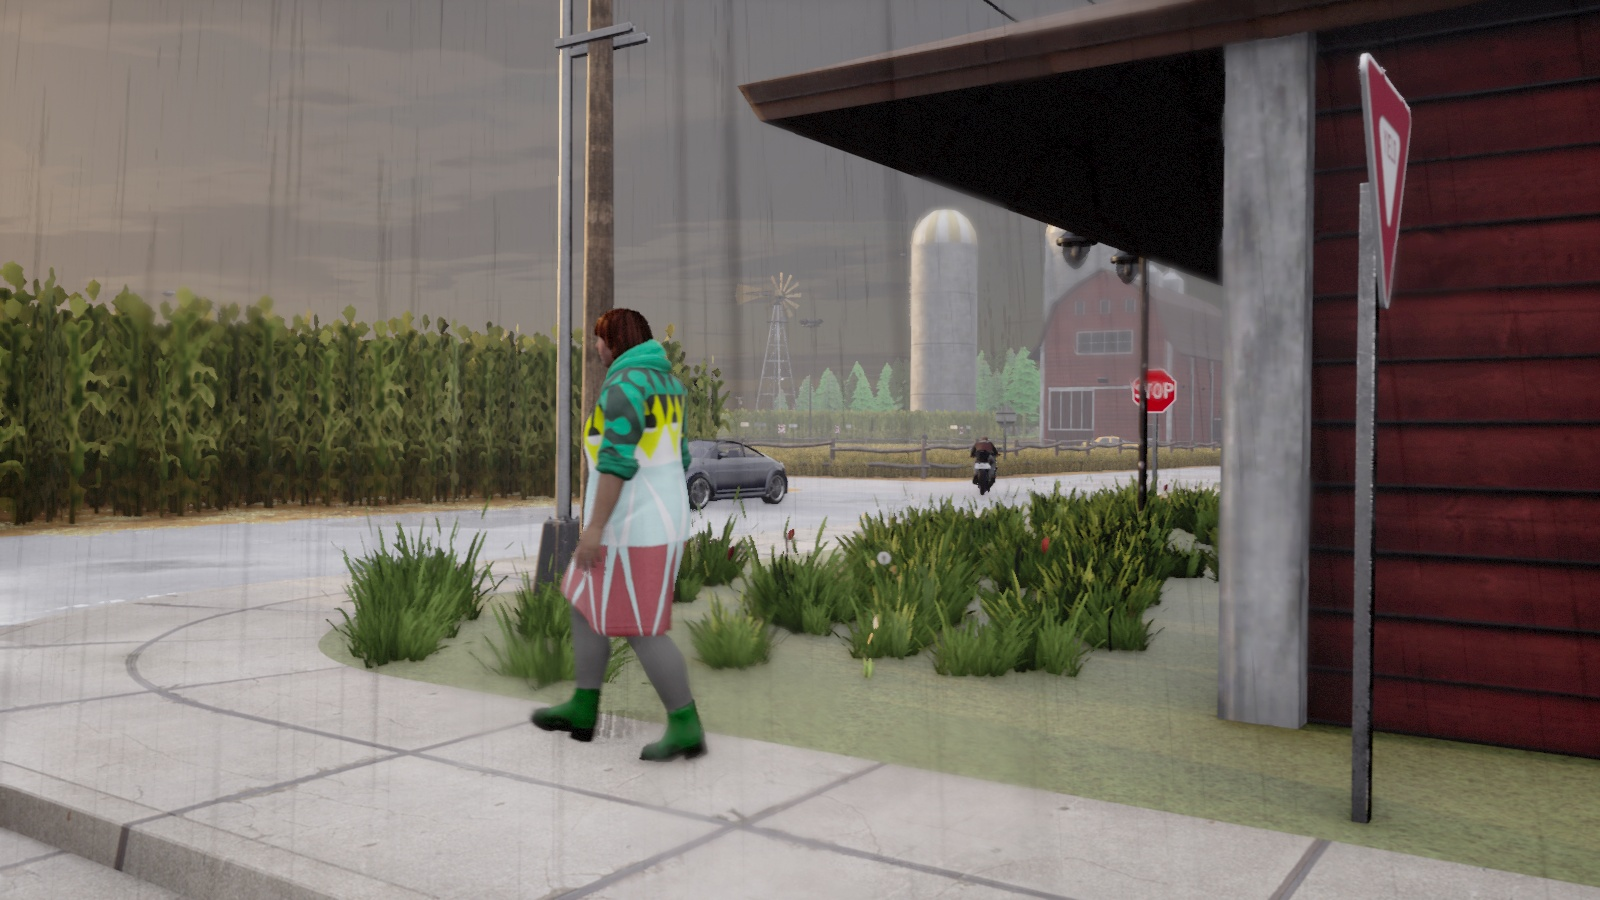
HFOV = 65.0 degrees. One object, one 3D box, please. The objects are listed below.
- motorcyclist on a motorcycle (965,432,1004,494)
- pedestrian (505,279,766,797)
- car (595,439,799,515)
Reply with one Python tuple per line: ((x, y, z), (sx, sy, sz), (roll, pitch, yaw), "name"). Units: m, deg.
((4.777, 0.319, 32.386), (0.866, 1.530, 2.191), (-1, 1, 11), "motorcyclist on a motorcycle")
((-0.645, 0.332, 5.129), (0.873, 1.952, 0.659), (0, 1, 11), "pedestrian")
((-2.026, 0.500, 25.888), (1.994, 1.385, 4.181), (0, 1, 34), "car")
